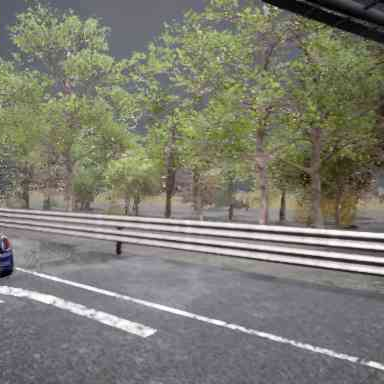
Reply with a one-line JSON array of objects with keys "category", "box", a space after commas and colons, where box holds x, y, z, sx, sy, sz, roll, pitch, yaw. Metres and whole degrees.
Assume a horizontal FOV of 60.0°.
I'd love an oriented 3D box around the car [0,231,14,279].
[{"category": "car", "box": [-6.714, 1.325, 8.783, 4.553, 1.767, 2.097, 0, 0, 36]}]
